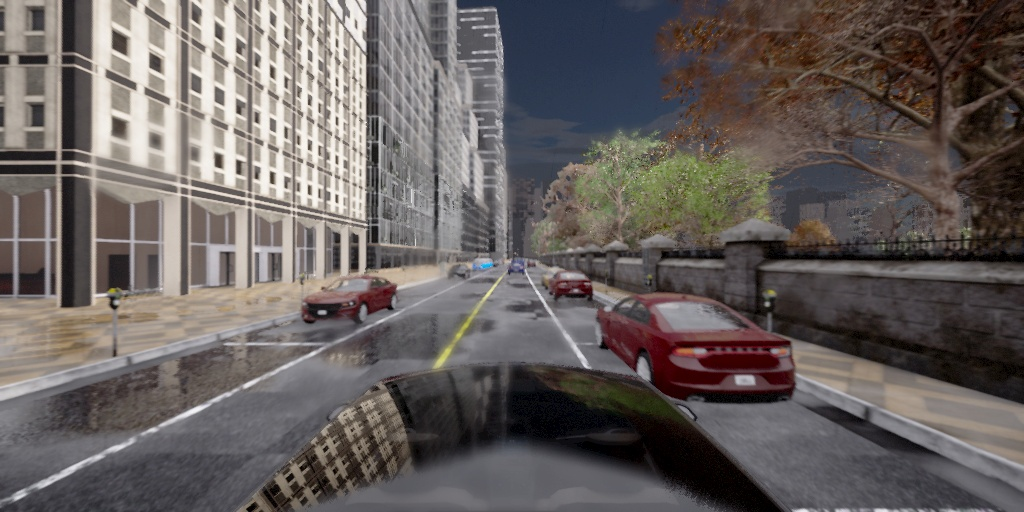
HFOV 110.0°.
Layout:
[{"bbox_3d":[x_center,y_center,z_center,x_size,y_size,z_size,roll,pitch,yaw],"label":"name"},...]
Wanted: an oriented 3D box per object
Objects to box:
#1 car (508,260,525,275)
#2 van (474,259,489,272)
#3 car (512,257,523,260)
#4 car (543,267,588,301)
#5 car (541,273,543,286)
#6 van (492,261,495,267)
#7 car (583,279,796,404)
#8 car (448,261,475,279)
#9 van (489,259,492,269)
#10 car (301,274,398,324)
[{"bbox_3d":[0.509,1.465,41.995,1.812,1.442,4.674,0,-1,1],"label":"car"},{"bbox_3d":[-4.685,1.324,51.621,1.690,1.789,3.998,0,0,1],"label":"van"},{"bbox_3d":[0.918,1.233,58.282,2.150,2.045,5.566,0,-1,1],"label":"car"},{"bbox_3d":[2.778,1.369,17.676,1.888,1.381,4.507,0,0,1],"label":"car"},{"bbox_3d":[2.834,1.376,23.485,1.751,1.417,4.829,0,0,1],"label":"car"},{"bbox_3d":[-4.375,1.379,62.881,1.690,1.789,3.998,0,0,2],"label":"van"},{"bbox_3d":[2.716,1.317,6.394,1.888,1.381,4.507,0,0,0],"label":"car"},{"bbox_3d":[-5.037,1.468,34.740,1.948,1.339,4.313,0,0,1],"label":"car"},{"bbox_3d":[-4.536,1.352,57.255,1.690,1.789,3.998,0,0,1],"label":"van"},{"bbox_3d":[-5.284,1.342,12.237,1.888,1.381,4.507,0,0,0],"label":"car"}]
